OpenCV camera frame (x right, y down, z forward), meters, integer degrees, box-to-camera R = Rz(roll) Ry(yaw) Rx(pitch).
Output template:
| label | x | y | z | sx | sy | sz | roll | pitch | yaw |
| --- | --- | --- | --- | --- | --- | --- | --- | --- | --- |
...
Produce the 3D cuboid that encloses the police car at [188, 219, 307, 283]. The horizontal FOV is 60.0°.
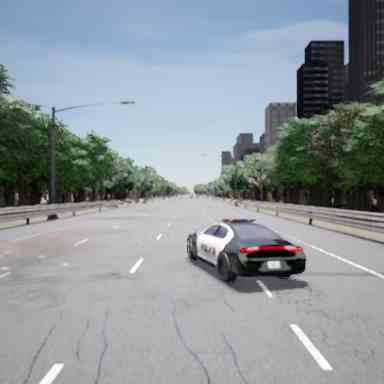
| label | x | y | z | sx | sy | sz | roll | pitch | yaw |
| --- | --- | --- | --- | --- | --- | --- | --- | --- | --- |
| police car | 1.265 | 1.601 | 10.256 | 2.038 | 1.542 | 4.974 | 1 | -1 | -17 |
